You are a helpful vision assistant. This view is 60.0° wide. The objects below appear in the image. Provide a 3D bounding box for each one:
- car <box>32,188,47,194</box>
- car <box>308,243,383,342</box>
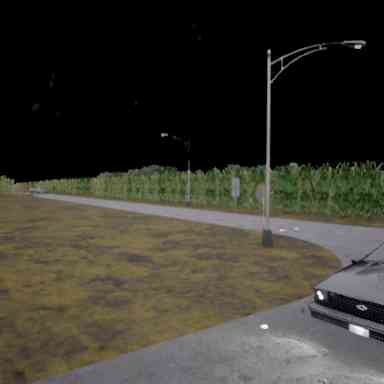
[{"bbox_3d":[-37.593,-0.184,82.982,2.128,1.511,4.902,0,1,-35],"label":"car"},{"bbox_3d":[4.476,1.511,6.124,5.357,1.411,2.033,0,0,-35],"label":"car"}]
